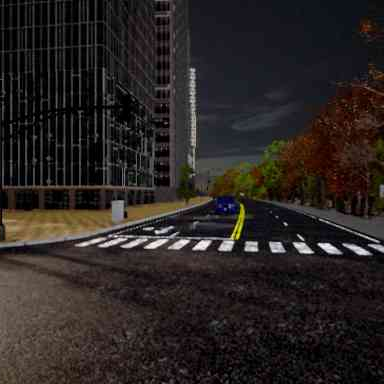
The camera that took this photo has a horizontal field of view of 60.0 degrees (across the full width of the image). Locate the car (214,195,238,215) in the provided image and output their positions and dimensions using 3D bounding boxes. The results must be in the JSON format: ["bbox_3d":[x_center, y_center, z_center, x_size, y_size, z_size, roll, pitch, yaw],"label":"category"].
[{"bbox_3d":[3.653,1.325,35.212,2.150,2.045,5.566,0,0,9],"label":"car"}]
